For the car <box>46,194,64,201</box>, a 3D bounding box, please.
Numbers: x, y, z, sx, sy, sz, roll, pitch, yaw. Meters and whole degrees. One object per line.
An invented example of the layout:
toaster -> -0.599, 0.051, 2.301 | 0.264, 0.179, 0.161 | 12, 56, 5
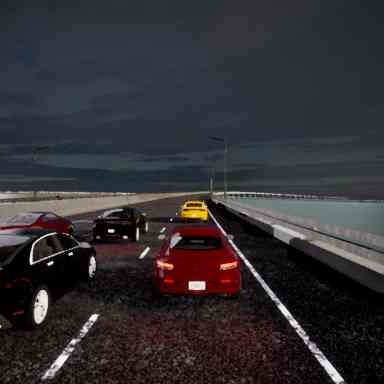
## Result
car -> -24.003, 1.134, 58.452 | 1.812, 1.442, 4.674 | 0, 0, 1

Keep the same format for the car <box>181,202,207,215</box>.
car -> 0.175, 1.480, 25.890 | 1.882, 1.535, 5.008 | 0, 0, 0

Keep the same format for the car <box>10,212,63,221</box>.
car -> -6.882, 1.566, 14.958 | 1.994, 1.385, 4.181 | 0, 0, 0

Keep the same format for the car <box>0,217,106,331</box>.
car -> -3.399, 1.506, 6.877 | 1.837, 1.490, 4.892 | 0, 0, 0

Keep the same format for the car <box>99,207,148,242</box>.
car -> -3.377, 1.480, 16.396 | 1.882, 1.535, 5.008 | 0, 0, 0

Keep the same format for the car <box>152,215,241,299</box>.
car -> 0.102, 1.527, 8.314 | 1.812, 1.442, 4.674 | 0, 0, 0
